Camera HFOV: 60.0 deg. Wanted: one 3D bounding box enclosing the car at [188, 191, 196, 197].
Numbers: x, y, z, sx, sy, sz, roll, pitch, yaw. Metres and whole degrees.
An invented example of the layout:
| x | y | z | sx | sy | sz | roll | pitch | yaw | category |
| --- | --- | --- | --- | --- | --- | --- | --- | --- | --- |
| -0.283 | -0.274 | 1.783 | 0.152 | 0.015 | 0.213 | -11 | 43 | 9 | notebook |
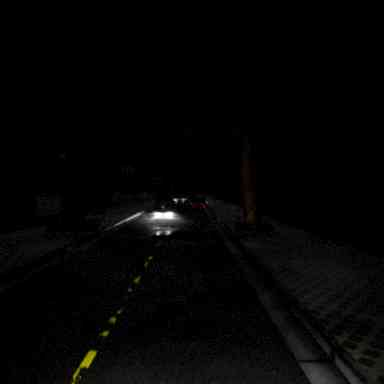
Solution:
| x | y | z | sx | sy | sz | roll | pitch | yaw | category |
| --- | --- | --- | --- | --- | --- | --- | --- | --- | --- |
| 0.053 | 0.618 | 86.644 | 2.128 | 1.511 | 4.902 | 0 | 0 | 0 | car |

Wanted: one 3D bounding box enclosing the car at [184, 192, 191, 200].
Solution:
| x | y | z | sx | sy | sz | roll | pitch | yaw | category |
| --- | --- | --- | --- | --- | --- | --- | --- | --- | --- |
| 0.040 | 0.911 | 66.552 | 2.033 | 1.411 | 5.357 | 0 | 1 | 0 | car |

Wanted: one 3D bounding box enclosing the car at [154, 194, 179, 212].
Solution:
| x | y | z | sx | sy | sz | roll | pitch | yaw | category |
| --- | --- | --- | --- | --- | --- | --- | --- | --- | --- |
| -2.823 | 1.191 | 34.859 | 2.128 | 1.511 | 4.902 | 0 | 1 | 0 | car |

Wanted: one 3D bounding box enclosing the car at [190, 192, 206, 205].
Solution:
| x | y | z | sx | sy | sz | roll | pitch | yaw | category |
| --- | --- | --- | --- | --- | --- | --- | --- | --- | --- |
| 0.992 | 1.082 | 48.626 | 1.812 | 1.442 | 4.674 | 0 | 1 | 0 | car |

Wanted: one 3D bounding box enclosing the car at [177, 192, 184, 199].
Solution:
| x | y | z | sx | sy | sz | roll | pitch | yaw | category |
| --- | --- | --- | --- | --- | --- | --- | --- | --- | --- |
| -2.704 | 0.741 | 75.586 | 1.812 | 1.442 | 4.674 | 0 | 1 | 0 | car |
